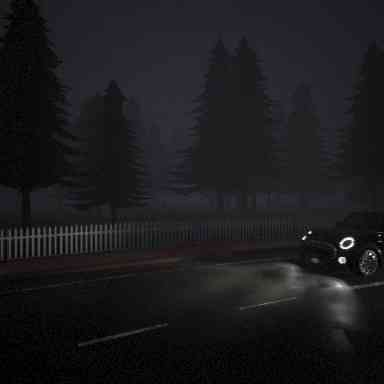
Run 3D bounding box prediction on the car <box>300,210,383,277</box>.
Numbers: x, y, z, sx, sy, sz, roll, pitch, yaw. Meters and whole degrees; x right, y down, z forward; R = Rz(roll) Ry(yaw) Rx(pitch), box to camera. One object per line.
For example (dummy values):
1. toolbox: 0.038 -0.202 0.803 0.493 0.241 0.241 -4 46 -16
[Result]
1. car: 5.599 1.352 10.195 4.553 1.767 2.097 0 0 -20
